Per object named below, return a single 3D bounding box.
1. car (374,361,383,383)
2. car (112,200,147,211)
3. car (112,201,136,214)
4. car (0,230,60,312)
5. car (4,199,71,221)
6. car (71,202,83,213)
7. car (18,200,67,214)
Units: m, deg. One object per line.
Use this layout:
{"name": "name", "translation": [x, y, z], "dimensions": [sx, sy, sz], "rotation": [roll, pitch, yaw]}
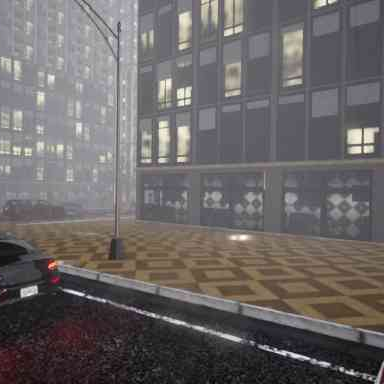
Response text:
{"name": "car", "translation": [3.243, 1.353, 1.374], "dimensions": [4.553, 1.767, 2.097], "rotation": [0, 0, 35]}
{"name": "car", "translation": [-8.538, 1.858, 46.015], "dimensions": [1.895, 1.301, 4.718], "rotation": [1, 0, 36]}
{"name": "car", "translation": [-6.949, 1.830, 38.435], "dimensions": [1.752, 1.417, 4.829], "rotation": [1, 0, 36]}
{"name": "car", "translation": [-4.646, 1.522, 6.987], "dimensions": [4.674, 1.442, 1.812], "rotation": [0, 0, 35]}
{"name": "car", "translation": [-13.740, 1.520, 29.219], "dimensions": [2.192, 1.841, 5.009], "rotation": [1, 0, 36]}
{"name": "car", "translation": [-14.531, 1.733, 37.900], "dimensions": [1.994, 1.385, 4.181], "rotation": [1, 0, 36]}
{"name": "car", "translation": [-17.245, 1.643, 38.591], "dimensions": [1.752, 1.417, 4.829], "rotation": [1, 0, 36]}
